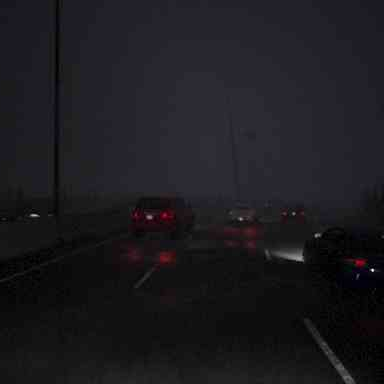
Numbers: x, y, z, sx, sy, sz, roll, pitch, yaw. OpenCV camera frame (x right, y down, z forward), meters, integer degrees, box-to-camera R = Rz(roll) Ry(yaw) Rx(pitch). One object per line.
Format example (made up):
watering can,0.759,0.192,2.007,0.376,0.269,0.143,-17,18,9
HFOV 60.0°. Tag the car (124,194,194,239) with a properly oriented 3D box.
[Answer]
car,-1.380,1.227,17.671,2.150,2.045,5.566,0,0,12

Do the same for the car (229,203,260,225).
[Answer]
car,3.870,1.548,24.164,1.812,1.442,4.674,0,0,16

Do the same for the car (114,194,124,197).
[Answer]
car,-8.603,1.222,41.570,2.150,2.045,5.566,0,0,24

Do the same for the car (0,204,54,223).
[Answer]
car,-11.280,1.528,22.430,2.033,1.411,5.357,0,0,13

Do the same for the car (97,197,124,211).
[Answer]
car,-6.090,1.476,28.134,1.882,1.535,5.008,0,0,17

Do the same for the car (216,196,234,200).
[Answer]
car,6.275,1.450,60.602,1.895,1.301,4.718,0,0,36

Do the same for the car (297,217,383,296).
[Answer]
car,4.286,1.581,8.662,1.994,1.385,4.181,0,0,6

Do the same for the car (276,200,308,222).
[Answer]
car,8.015,1.583,25.965,2.033,1.411,5.357,0,0,18

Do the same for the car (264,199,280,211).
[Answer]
car,10.242,1.597,40.194,2.033,1.411,5.357,0,0,28
